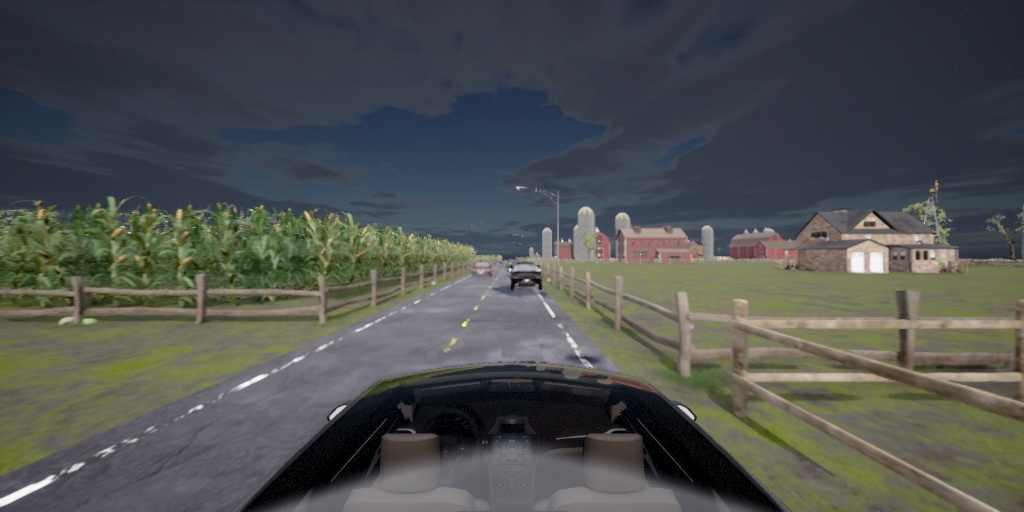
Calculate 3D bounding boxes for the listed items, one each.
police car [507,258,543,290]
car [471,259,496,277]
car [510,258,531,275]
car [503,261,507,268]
[{"bbox_3d":[0.830,1.158,22.532,1.930,1.638,5.238,0,0,0],"label":"police car"},{"bbox_3d":[-2.832,1.253,34.923,1.812,1.442,4.674,0,0,0],"label":"car"},{"bbox_3d":[0.834,1.076,38.393,2.097,1.767,4.553,0,0,0],"label":"car"},{"bbox_3d":[0.017,1.223,58.014,2.128,1.511,4.902,0,0,0],"label":"car"}]
